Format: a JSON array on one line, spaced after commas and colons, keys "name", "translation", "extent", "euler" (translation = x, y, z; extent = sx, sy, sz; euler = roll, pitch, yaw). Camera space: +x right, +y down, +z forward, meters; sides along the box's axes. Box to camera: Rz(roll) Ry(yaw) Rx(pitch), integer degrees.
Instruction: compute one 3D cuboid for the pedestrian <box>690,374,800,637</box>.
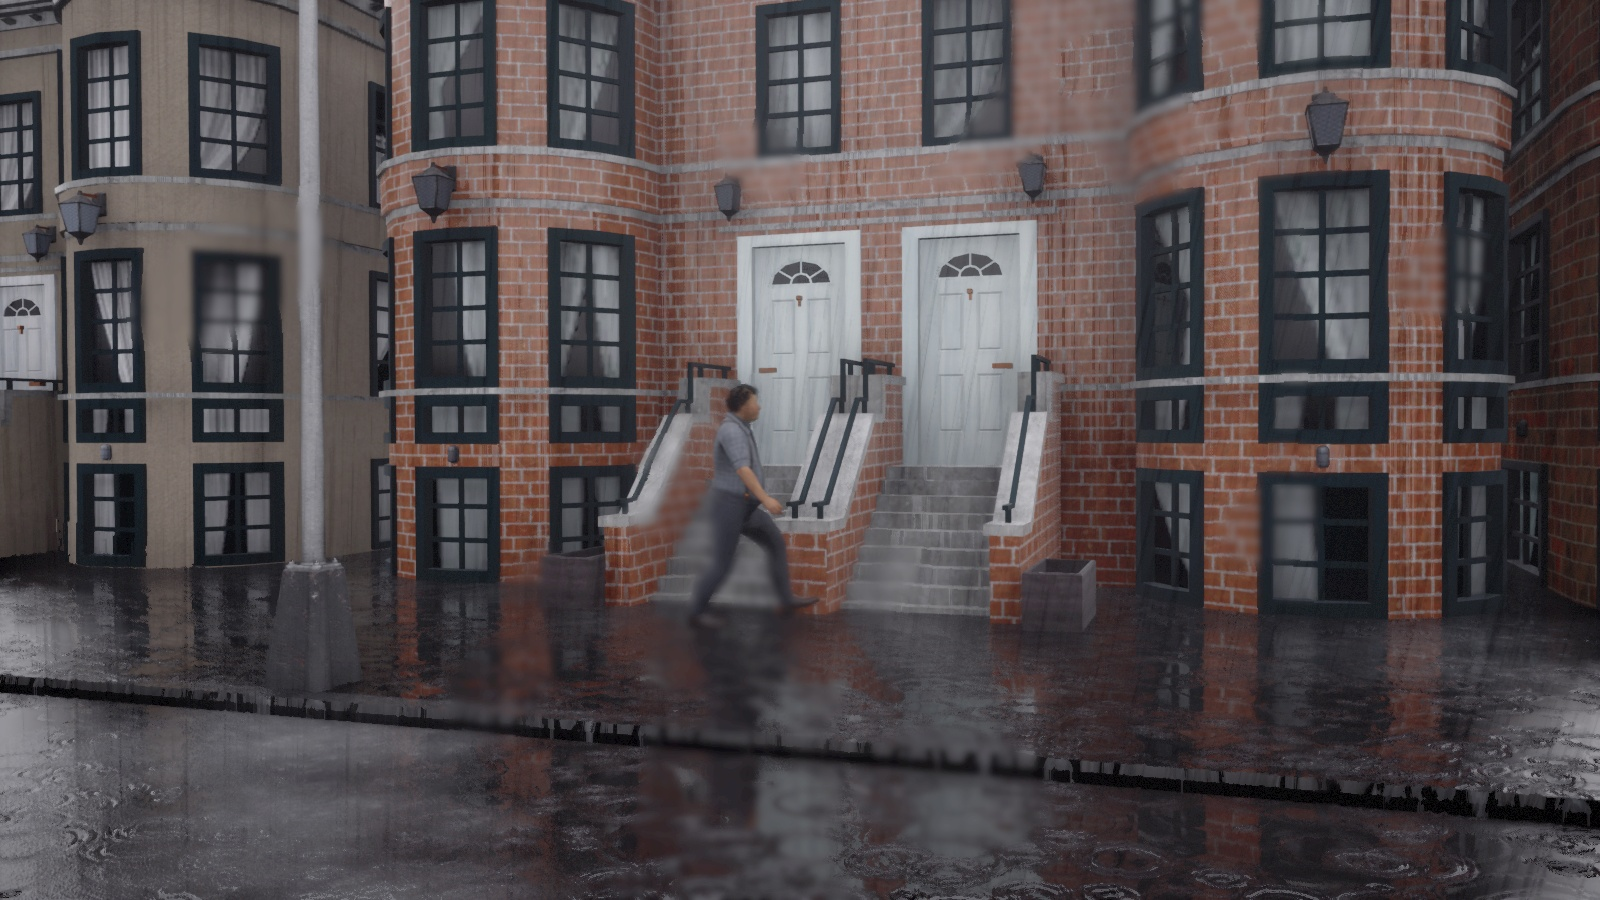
[{"name": "pedestrian", "translation": [-0.391, 0.388, 9.140], "extent": [0.694, 1.848, 0.540], "euler": [0, 1, 9]}]
